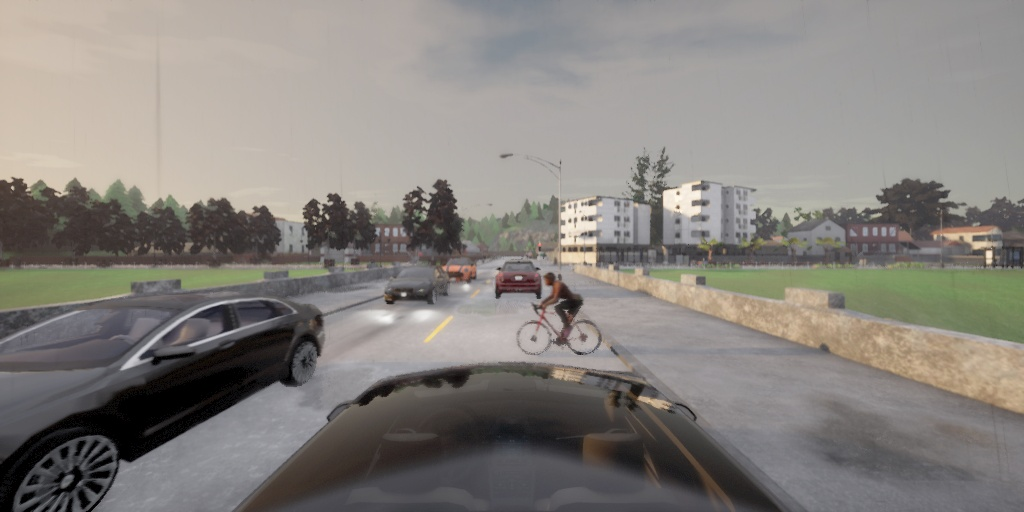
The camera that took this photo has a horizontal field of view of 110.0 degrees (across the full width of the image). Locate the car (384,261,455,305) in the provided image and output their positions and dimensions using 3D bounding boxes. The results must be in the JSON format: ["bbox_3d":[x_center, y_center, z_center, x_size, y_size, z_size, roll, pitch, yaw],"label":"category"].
[{"bbox_3d":[-3.913,1.151,15.468,1.837,1.490,4.892,0,0,1],"label":"car"}]

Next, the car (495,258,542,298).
[{"bbox_3d":[0.313,0.980,17.744,2.097,1.767,4.553,0,1,1],"label":"car"}]

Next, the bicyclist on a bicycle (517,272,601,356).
[{"bbox_3d":[0.902,1.133,6.952,1.656,1.620,0.582,-1,0,1],"label":"bicyclist on a bicycle"}]

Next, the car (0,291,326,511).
[{"bbox_3d":[-4.083,1.224,4.097,2.128,1.511,4.902,0,0,1],"label":"car"}]

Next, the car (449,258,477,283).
[{"bbox_3d":[-3.753,0.921,25.451,2.097,1.767,4.553,0,0,1],"label":"car"}]
